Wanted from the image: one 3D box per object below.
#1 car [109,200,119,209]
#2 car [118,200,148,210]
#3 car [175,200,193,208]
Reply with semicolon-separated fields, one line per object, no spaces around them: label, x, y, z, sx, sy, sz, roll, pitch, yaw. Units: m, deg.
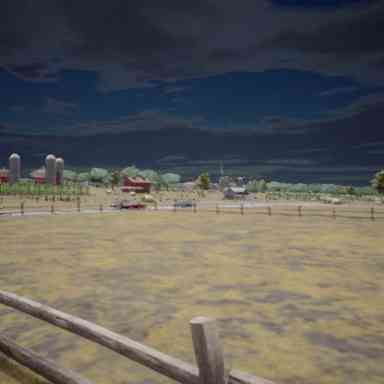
car;-12.146;2.143;57.495;1.837;1.490;4.892;2;0;36
car;-9.619;2.329;56.189;1.895;1.301;4.718;2;0;36
car;-1.675;2.464;67.261;2.128;1.511;4.902;2;0;36
